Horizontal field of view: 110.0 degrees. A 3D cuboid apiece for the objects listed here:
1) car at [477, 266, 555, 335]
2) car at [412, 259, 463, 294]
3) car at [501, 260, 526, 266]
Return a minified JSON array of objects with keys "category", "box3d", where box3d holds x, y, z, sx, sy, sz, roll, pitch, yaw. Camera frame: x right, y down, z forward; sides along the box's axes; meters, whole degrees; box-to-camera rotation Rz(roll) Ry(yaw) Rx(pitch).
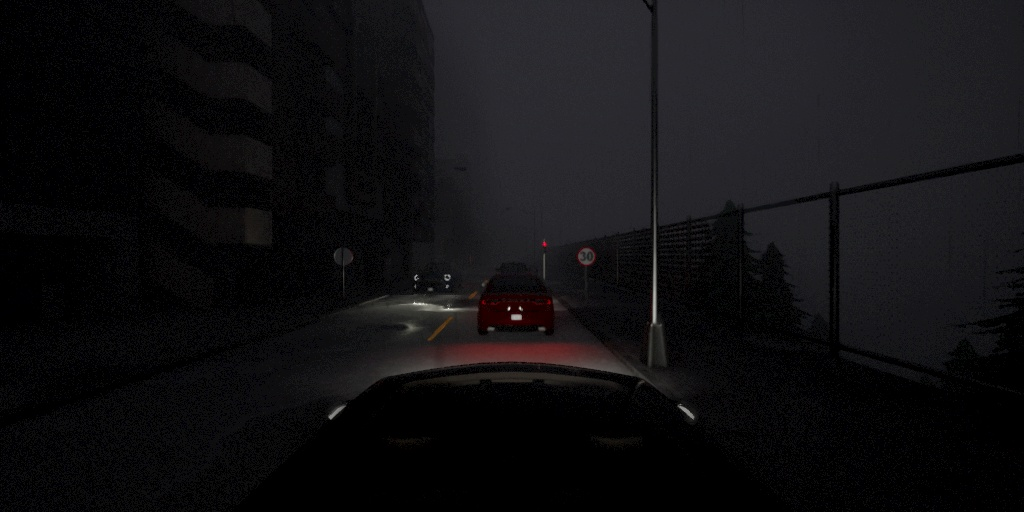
[{"category":"car","box3d":[0.093,1.222,10.526,1.882,1.535,5.008,0,0,0]},{"category":"car","box3d":[-4.087,1.090,20.245,2.097,1.767,4.553,0,0,0]},{"category":"car","box3d":[0.087,1.090,20.895,2.097,1.767,4.553,0,0,0]}]
